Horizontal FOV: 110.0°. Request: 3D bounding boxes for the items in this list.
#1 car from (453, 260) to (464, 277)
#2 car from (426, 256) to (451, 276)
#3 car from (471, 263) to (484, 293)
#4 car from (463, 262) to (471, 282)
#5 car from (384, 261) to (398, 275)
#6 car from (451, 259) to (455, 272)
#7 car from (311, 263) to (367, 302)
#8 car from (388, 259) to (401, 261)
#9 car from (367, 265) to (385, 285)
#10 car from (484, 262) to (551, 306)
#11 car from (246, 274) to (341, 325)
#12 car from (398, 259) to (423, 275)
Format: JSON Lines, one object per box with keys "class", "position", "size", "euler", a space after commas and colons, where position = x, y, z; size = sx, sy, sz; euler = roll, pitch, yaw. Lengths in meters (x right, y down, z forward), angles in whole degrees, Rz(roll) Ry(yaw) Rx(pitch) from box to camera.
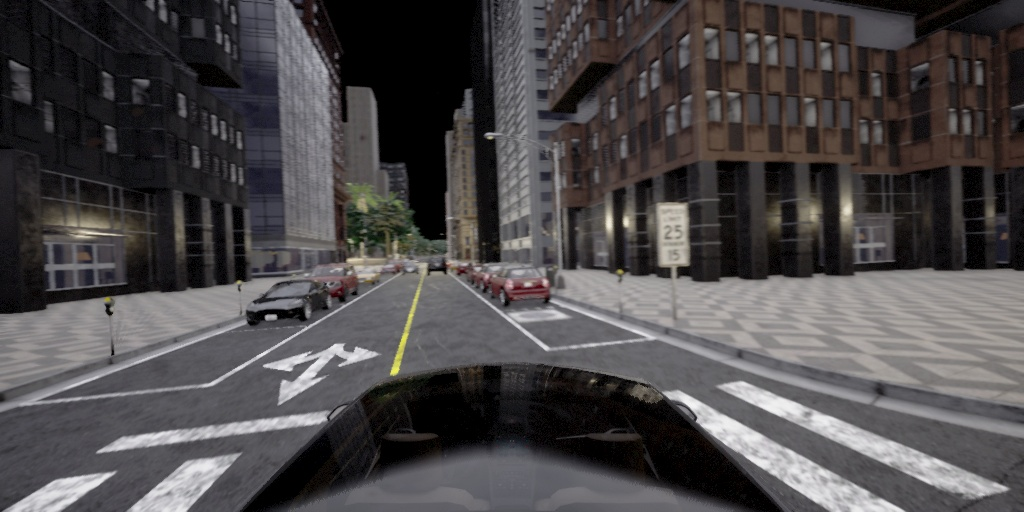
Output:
{"class": "car", "position": [-4.689, 1.282, 36.510], "size": [1.888, 1.381, 4.507], "euler": [0, 0, -13]}
{"class": "car", "position": [-8.371, 1.086, 40.103], "size": [2.150, 2.045, 5.566], "euler": [-2, 0, -12]}
{"class": "car", "position": [-1.015, 1.122, 20.655], "size": [1.967, 1.591, 4.097], "euler": [0, 0, -13]}
{"class": "car", "position": [-2.239, 1.282, 25.940], "size": [1.802, 1.307, 4.207], "euler": [0, 0, -13]}
{"class": "car", "position": [-15.438, 1.704, 45.165], "size": [1.802, 1.307, 4.207], "euler": [0, 0, -13]}
{"class": "car", "position": [-7.176, 1.302, 47.245], "size": [1.751, 1.417, 4.829], "euler": [0, 0, -13]}
{"class": "car", "position": [-9.314, 1.343, 18.735], "size": [2.192, 1.841, 5.009], "euler": [0, 0, -13]}
{"class": "car", "position": [-16.662, 1.458, 50.450], "size": [2.192, 1.841, 5.009], "euler": [0, 0, -13]}
{"class": "car", "position": [-11.725, 1.590, 29.141], "size": [1.751, 1.417, 4.829], "euler": [0, 0, -13]}
{"class": "car", "position": [0.210, 1.105, 15.370], "size": [1.967, 1.591, 4.097], "euler": [0, 0, -13]}
{"class": "car", "position": [-8.089, 1.576, 13.449], "size": [1.948, 1.339, 4.313], "euler": [0, 0, -13]}
{"class": "car", "position": [-12.281, 1.495, 43.638], "size": [2.128, 1.511, 4.902], "euler": [-2, 0, -13]}
